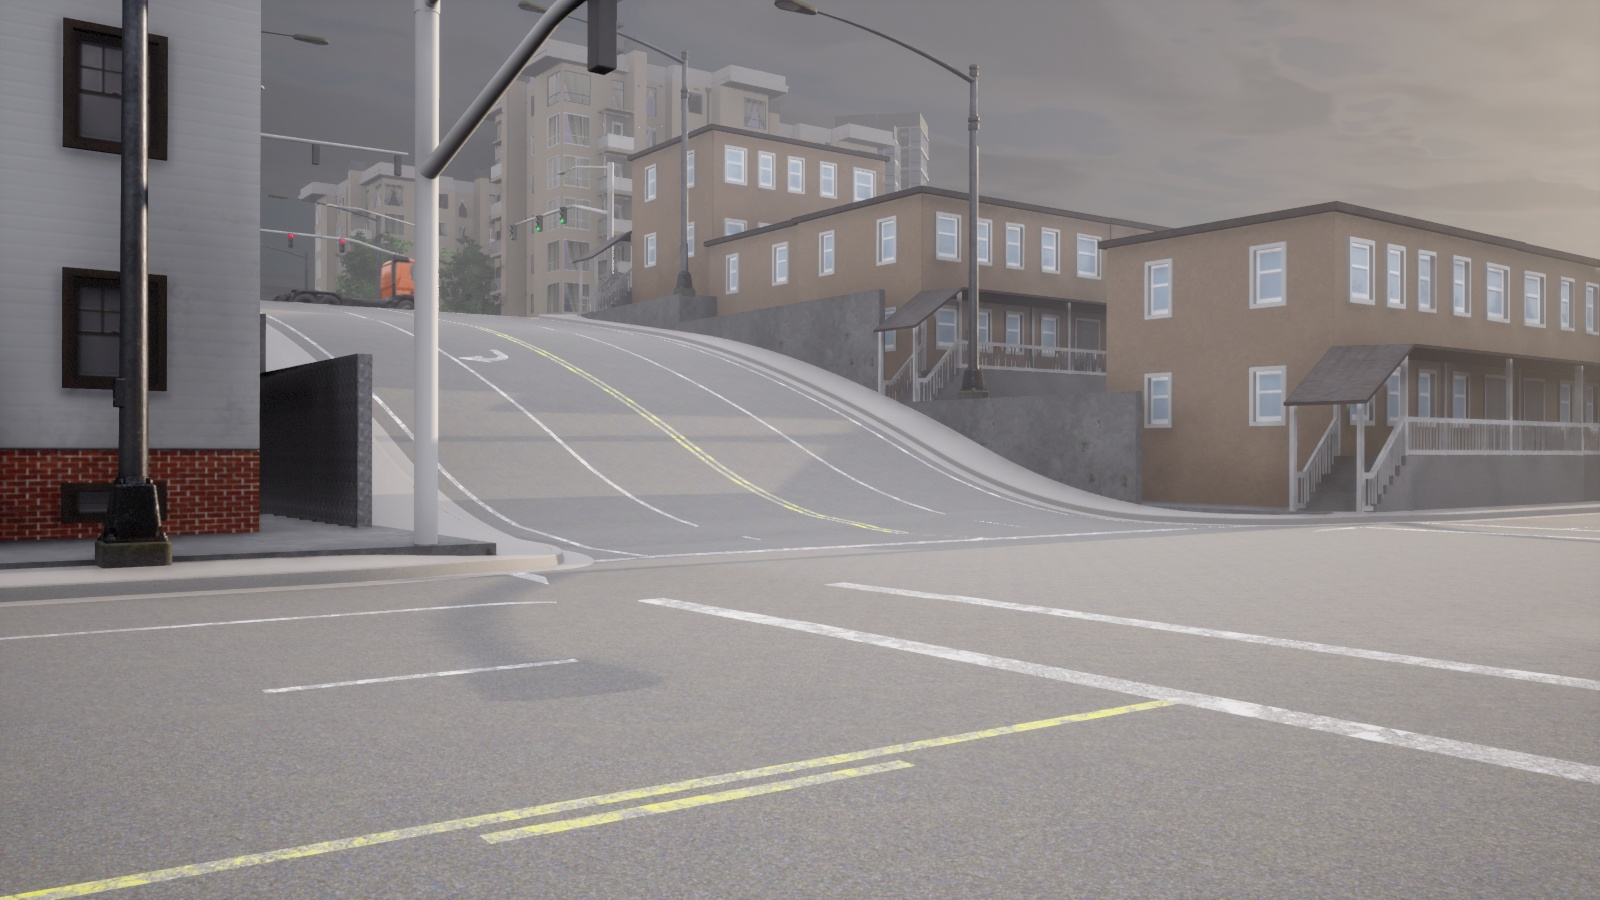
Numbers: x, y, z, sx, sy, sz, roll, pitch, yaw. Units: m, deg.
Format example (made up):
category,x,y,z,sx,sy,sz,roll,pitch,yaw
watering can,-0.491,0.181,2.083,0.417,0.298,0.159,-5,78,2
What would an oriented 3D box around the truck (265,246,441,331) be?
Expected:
category,x,y,z,sx,sy,sz,roll,pitch,yaw
truck,-22.688,-8.093,63.999,7.936,3.462,2.891,0,0,-35
